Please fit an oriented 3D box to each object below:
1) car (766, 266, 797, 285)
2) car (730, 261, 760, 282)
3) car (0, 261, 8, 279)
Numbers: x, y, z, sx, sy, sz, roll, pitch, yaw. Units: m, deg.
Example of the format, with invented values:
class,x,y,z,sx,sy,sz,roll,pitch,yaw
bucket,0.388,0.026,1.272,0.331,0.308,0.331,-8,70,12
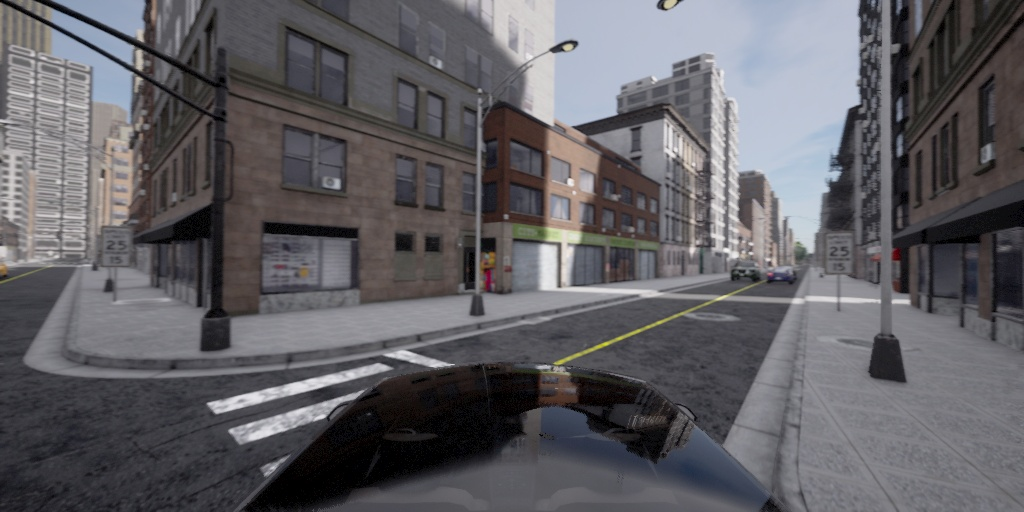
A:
class,x,y,z,sx,sy,sz,roll,pitch,yaw
car,24.838,1.821,33.158,1.812,1.442,4.674,0,-1,40
car,24.468,1.556,37.496,2.150,2.045,5.566,0,-1,40
car,-43.147,1.043,29.387,5.008,1.535,1.882,0,-1,40
